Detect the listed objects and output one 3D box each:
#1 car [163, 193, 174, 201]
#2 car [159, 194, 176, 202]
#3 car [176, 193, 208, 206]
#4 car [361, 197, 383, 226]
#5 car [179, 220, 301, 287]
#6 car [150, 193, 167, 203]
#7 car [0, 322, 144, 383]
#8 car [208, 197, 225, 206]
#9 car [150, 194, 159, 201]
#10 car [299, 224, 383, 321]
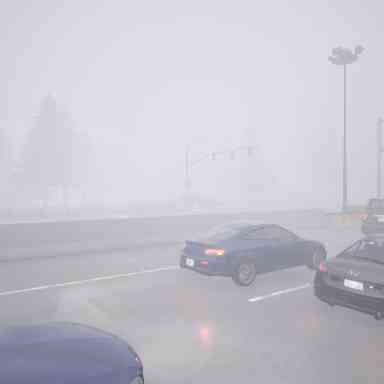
[{"bbox_3d":[-6.030,1.225,83.924,2.150,2.045,5.566,0,0,-10],"label":"car"},{"bbox_3d":[-4.208,1.601,63.591,1.895,1.301,4.718,0,0,-22],"label":"car"},{"bbox_3d":[-0.064,1.221,54.762,2.150,2.045,5.566,0,0,-28],"label":"car"},{"bbox_3d":[9.908,1.223,15.103,5.566,2.045,2.150,0,0,-35],"label":"car"},{"bbox_3d":[1.833,1.526,9.348,4.674,1.442,1.812,0,0,-35],"label":"car"},{"bbox_3d":[-7.275,1.540,72.704,2.033,1.411,5.357,0,0,-18],"label":"car"},{"bbox_3d":[-2.500,1.526,1.928,4.674,1.442,1.812,0,0,-36],"label":"car"},{"bbox_3d":[3.295,1.547,55.813,2.033,1.411,5.357,0,0,-29],"label":"car"},{"bbox_3d":[-9.334,1.355,82.397,2.097,1.767,4.553,0,0,-10],"label":"car"},{"bbox_3d":[4.418,1.564,6.893,4.181,1.385,1.994,0,0,-35],"label":"car"}]
